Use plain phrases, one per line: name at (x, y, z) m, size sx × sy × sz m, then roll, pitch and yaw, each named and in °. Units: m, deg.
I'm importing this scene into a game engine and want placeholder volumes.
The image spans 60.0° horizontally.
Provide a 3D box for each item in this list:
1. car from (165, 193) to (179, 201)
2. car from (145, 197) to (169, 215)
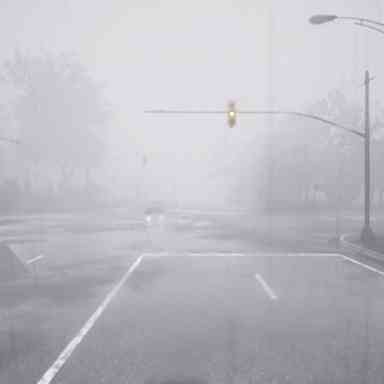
car at (-3.517, 0.984, 58.051) m, size 2.150 × 2.045 × 5.566 m, roll 0°, pitch 0°, yaw -1°
car at (-3.491, 1.527, 33.634) m, size 2.033 × 1.411 × 5.357 m, roll 0°, pitch 0°, yaw 0°
